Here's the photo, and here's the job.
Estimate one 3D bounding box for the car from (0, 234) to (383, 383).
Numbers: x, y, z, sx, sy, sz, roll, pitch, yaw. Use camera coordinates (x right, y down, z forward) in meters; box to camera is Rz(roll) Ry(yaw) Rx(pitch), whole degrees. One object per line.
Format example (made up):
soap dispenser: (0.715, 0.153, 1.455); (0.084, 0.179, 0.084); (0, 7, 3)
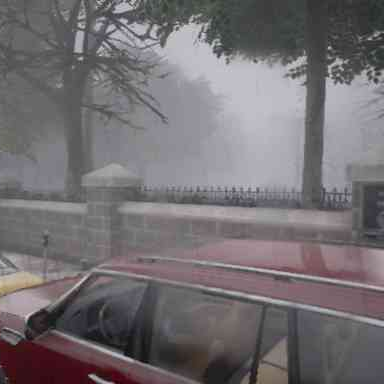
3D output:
car: (0.107, 1.315, 2.712); (5.009, 1.841, 2.192); (0, 1, 36)
